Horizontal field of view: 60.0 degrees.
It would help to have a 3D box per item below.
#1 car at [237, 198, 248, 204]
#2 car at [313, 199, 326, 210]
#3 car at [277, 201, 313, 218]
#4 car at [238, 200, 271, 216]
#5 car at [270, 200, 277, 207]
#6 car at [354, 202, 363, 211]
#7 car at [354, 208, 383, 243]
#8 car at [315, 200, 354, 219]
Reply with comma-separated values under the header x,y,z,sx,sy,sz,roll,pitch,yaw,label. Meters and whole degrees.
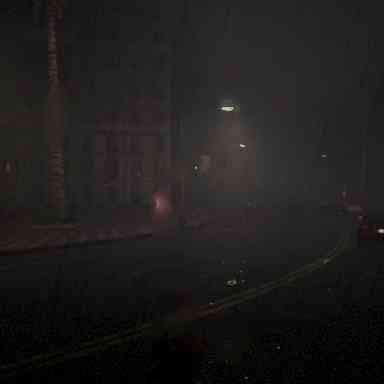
x,y,z,sx,sy,sz,roll,pitch,yaw,label
11.804,2.177,76.776,2.128,1.511,4.902,0,-1,-10,car
17.914,1.795,47.066,2.097,1.767,4.553,0,-1,-10,car
10.331,1.825,33.709,1.837,1.490,4.892,0,0,4,car
7.083,1.914,38.142,2.033,1.411,5.357,0,-1,-2,car
14.500,2.160,62.419,1.994,1.385,4.181,0,-1,-10,car
18.737,1.856,40.463,1.882,1.535,5.008,0,-1,-4,car
9.309,1.718,16.504,1.994,1.385,4.181,0,-1,27,car
13.960,1.835,32.878,1.812,1.442,4.674,0,-1,6,car
